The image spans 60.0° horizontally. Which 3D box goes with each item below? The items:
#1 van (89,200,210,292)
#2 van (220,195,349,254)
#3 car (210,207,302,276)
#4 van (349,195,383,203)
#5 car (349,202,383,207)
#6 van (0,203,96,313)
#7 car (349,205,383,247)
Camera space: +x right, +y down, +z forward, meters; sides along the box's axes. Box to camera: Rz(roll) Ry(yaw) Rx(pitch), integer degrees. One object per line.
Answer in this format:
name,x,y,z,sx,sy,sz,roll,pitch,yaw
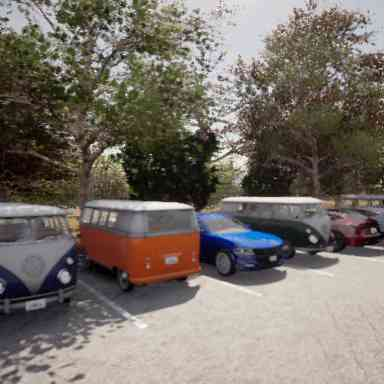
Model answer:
van,-1.702,1.222,8.990,1.878,1.987,4.442,-1,0,-36
van,2.951,1.176,12.035,1.878,1.987,4.442,0,0,-36
car,0.619,1.423,10.510,2.097,1.535,5.008,-1,0,-36
van,9.465,1.141,16.961,1.878,1.987,4.442,0,0,-36
car,7.261,1.402,15.280,2.163,1.488,4.792,0,0,-35
van,-3.821,1.246,7.191,1.878,1.987,4.442,-1,0,-36
car,5.112,1.413,13.747,2.163,1.488,4.792,0,0,-36
